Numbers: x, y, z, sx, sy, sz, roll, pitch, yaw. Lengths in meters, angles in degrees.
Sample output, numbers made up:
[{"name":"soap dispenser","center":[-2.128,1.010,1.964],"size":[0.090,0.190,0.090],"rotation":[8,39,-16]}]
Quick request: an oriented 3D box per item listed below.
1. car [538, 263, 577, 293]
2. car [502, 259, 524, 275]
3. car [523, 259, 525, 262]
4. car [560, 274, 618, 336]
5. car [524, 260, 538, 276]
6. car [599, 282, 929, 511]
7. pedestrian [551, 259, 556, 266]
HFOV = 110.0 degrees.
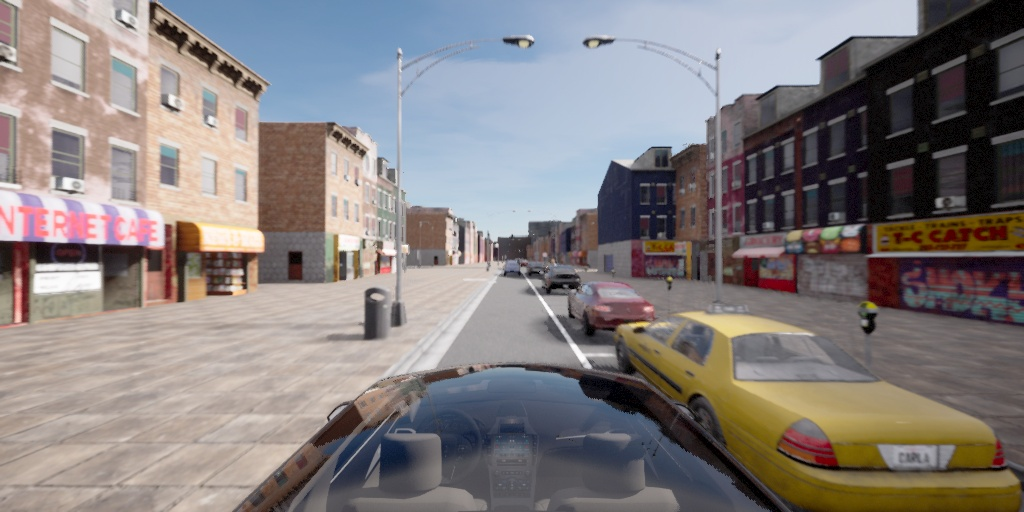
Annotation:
[{"name":"car","center":[2.745,1.288,20.804],"size":[1.837,1.490,4.892],"rotation":[0,0,0]},{"name":"car","center":[0.039,1.381,40.446],"size":[2.033,1.411,5.357],"rotation":[0,0,0]},{"name":"car","center":[2.627,1.396,44.206],"size":[2.007,1.370,4.403],"rotation":[0,0,0]},{"name":"car","center":[2.635,1.344,10.161],"size":[1.802,1.307,4.207],"rotation":[0,0,0]},{"name":"car","center":[2.628,1.393,38.531],"size":[1.948,1.339,4.313],"rotation":[0,0,0]},{"name":"car","center":[2.637,1.279,4.656],"size":[1.751,1.417,4.829],"rotation":[0,0,0]},{"name":"pedestrian","center":[2.744,1.082,23.755],"size":[0.375,1.860,0.375],"rotation":[0,0,0]}]
